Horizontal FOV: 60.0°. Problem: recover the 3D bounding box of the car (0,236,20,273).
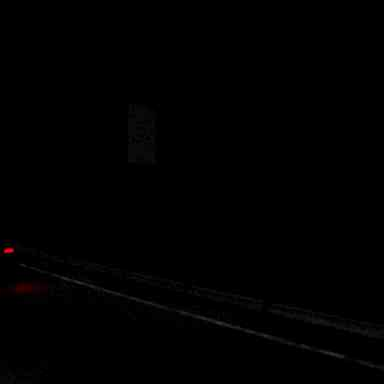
[{"bbox_3d":[-6.923,1.557,9.632,5.357,1.411,2.033,0,0,40],"label":"car"}]
